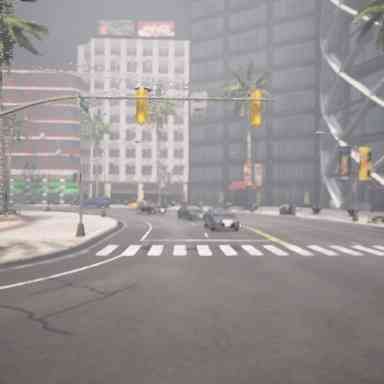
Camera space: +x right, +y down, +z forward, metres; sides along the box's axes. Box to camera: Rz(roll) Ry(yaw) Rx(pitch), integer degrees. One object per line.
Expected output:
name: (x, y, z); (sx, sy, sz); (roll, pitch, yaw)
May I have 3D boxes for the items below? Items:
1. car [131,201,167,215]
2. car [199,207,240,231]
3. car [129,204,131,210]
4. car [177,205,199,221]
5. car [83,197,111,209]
car: (-4.982, 2.004, 40.920); (2.128, 1.511, 4.902); (1, -1, -40)
car: (2.017, 1.815, 23.292); (2.128, 1.511, 4.902); (0, -1, -6)
car: (-7.955, 2.140, 53.501); (5.008, 1.535, 1.882); (0, -1, 35)
car: (-0.029, 1.956, 32.272); (1.812, 1.442, 4.674); (1, -1, -22)
car: (-17.001, 1.898, 58.738); (5.566, 2.045, 2.150); (0, -1, 23)
